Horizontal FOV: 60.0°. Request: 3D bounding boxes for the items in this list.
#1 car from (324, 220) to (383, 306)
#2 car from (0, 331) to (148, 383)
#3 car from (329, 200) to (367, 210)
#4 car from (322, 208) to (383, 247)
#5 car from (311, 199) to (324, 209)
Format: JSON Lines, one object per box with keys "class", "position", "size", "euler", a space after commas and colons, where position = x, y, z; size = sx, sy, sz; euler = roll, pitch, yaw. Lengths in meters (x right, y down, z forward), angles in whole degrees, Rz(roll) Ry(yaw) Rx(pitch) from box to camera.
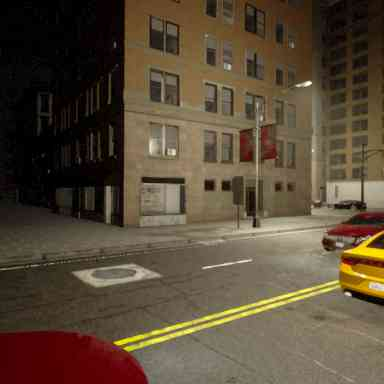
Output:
{"class": "car", "position": [5.201, 1.477, 7.170], "size": [5.008, 1.535, 1.882], "euler": [0, 0, -35]}
{"class": "car", "position": [-2.426, 1.526, 1.708], "size": [4.674, 1.442, 1.812], "euler": [0, 0, -36]}
{"class": "car", "position": [18.826, 1.589, 40.308], "size": [1.947, 1.339, 4.313], "euler": [0, 0, -35]}
{"class": "car", "position": [6.898, 1.524, 12.635], "size": [4.674, 1.442, 1.812], "euler": [0, 0, -36]}
{"class": "car", "position": [15.549, 1.574, 44.926], "size": [2.008, 1.369, 4.403], "euler": [0, 0, -35]}
